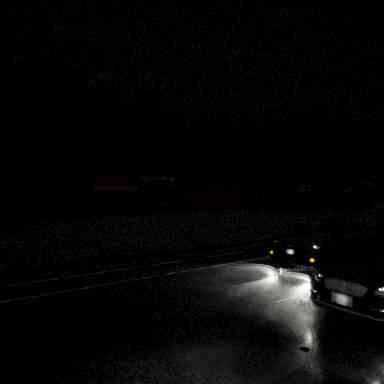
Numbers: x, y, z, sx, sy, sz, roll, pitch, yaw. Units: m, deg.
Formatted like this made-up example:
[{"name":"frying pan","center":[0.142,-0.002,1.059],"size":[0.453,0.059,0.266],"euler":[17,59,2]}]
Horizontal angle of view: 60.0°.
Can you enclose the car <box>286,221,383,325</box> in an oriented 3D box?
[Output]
[{"name":"car","center":[4.441,1.488,6.849],"size":[4.902,1.511,2.128],"euler":[0,0,-35]}]

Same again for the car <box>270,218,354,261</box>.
[{"name":"car","center":[4.494,1.561,10.879],"size":[4.181,1.385,1.994],"euler":[0,0,-35]}]
